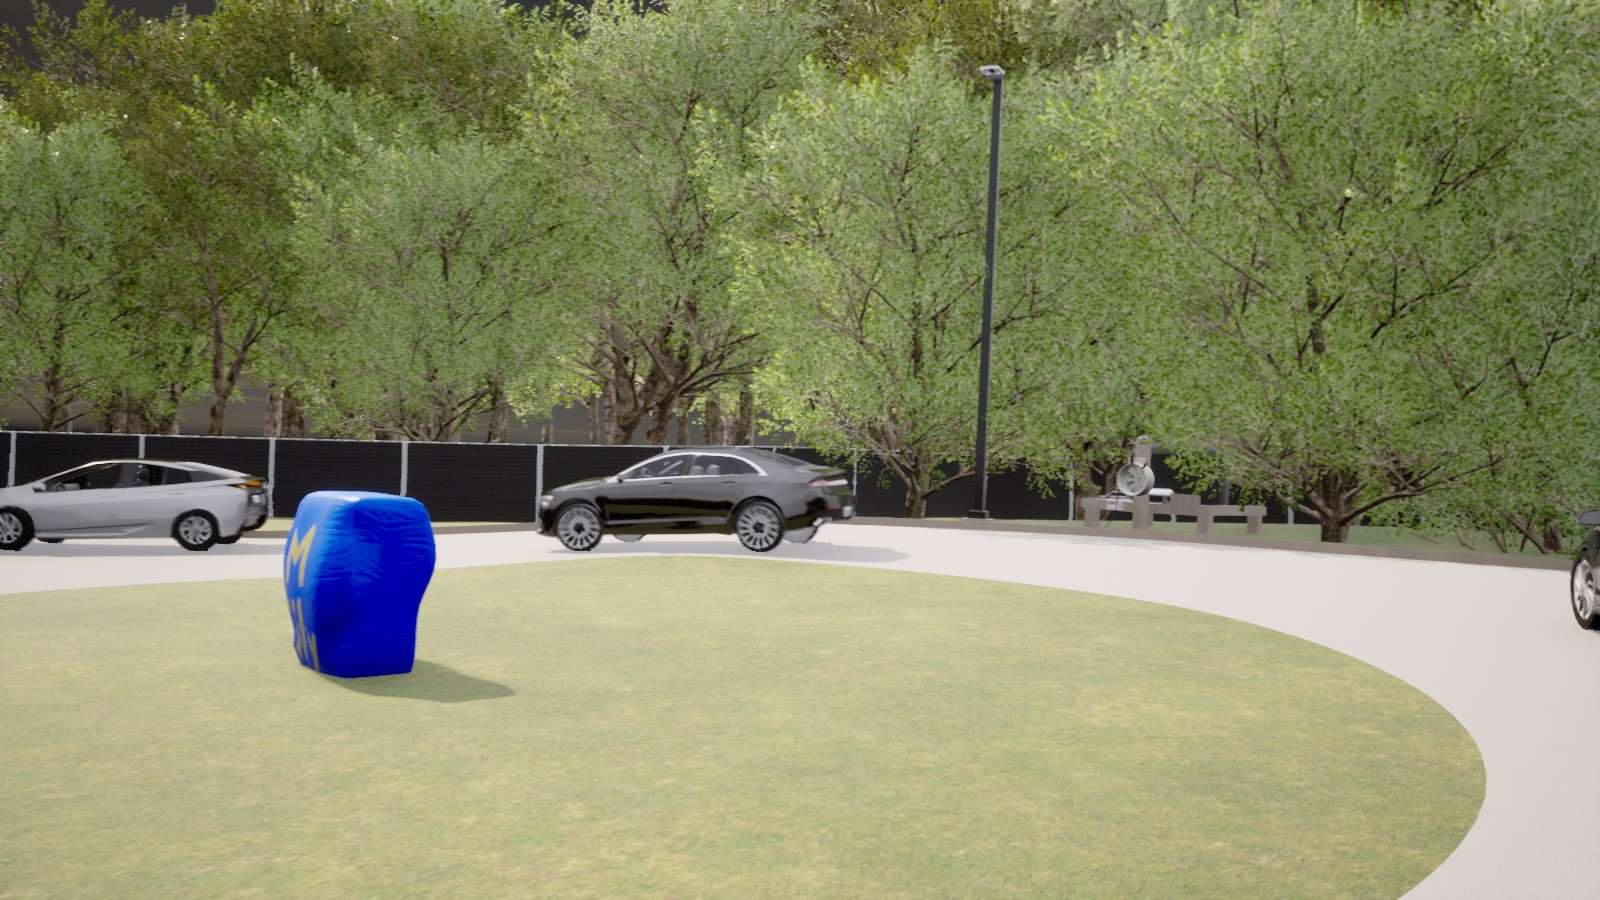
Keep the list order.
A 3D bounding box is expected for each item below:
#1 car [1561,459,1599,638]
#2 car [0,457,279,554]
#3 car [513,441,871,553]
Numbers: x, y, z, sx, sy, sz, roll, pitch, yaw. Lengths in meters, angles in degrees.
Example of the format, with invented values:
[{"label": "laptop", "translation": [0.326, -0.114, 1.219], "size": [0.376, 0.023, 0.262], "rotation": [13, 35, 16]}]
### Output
[{"label": "car", "translation": [7.309, 0.857, 9.523], "size": [1.837, 1.490, 4.892], "rotation": [1, 1, 22]}, {"label": "car", "translation": [-11.489, 0.915, 21.344], "size": [4.514, 1.525, 2.007], "rotation": [1, 0, -9]}, {"label": "car", "translation": [-1.594, 0.688, 18.923], "size": [4.902, 1.511, 2.128], "rotation": [-1, 0, 19]}]
